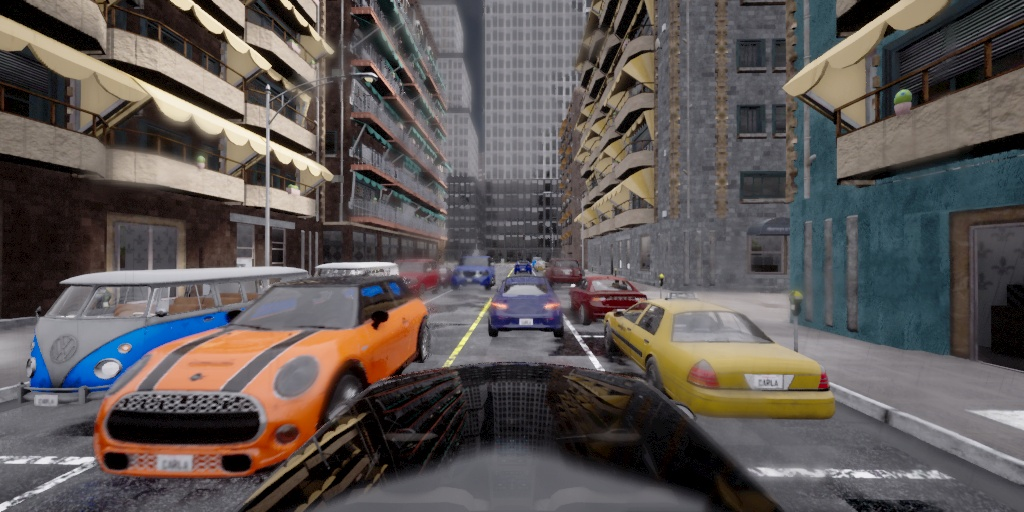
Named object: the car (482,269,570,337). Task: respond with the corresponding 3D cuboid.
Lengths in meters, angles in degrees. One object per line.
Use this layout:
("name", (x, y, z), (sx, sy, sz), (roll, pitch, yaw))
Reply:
("car", (0.386, 1.277, 10.147), (1.812, 1.442, 4.674), (0, 0, 2))

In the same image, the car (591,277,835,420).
("car", (2.741, 1.276, 6.051), (1.751, 1.417, 4.829), (0, 0, 2))

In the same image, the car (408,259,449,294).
("car", (-4.821, 1.068, 17.380), (2.192, 1.841, 5.009), (0, 0, 2))

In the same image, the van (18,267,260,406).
("van", (-5.141, 1.091, 6.104), (1.690, 1.789, 3.998), (0, 0, 2))

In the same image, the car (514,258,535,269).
("car", (1.230, 1.242, 39.877), (1.882, 1.535, 5.008), (0, 0, 2))

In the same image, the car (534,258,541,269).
("car", (3.861, 1.294, 45.517), (1.751, 1.417, 4.829), (0, 0, 2))

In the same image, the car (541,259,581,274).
("car", (3.216, 1.071, 22.795), (2.192, 1.841, 5.009), (0, 0, 2))

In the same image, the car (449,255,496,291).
("car", (-2.221, 0.979, 22.155), (2.150, 2.045, 5.566), (0, 0, 1))

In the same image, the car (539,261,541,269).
("car", (3.381, 1.284, 28.603), (1.751, 1.417, 4.829), (0, 0, 2))

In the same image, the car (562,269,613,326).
("car", (2.896, 1.297, 11.519), (1.888, 1.381, 4.507), (0, 0, 2))

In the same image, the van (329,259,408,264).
("van", (-4.981, 1.093, 11.742), (1.690, 1.789, 3.998), (0, 0, 2))

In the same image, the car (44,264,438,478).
("car", (-2.700, 1.102, 5.181), (2.097, 1.767, 4.553), (0, 0, 2))
